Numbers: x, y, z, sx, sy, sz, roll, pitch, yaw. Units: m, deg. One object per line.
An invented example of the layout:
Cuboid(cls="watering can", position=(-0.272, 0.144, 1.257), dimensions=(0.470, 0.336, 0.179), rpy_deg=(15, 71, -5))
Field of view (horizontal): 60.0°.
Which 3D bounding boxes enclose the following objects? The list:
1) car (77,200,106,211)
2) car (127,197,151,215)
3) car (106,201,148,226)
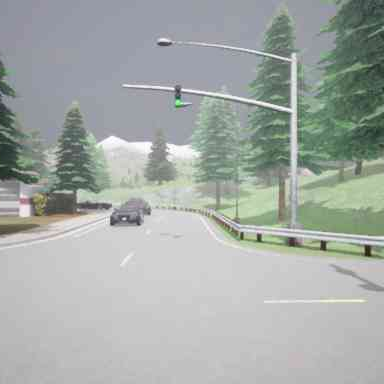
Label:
Cuboid(cls="car", position=(-12.238, 1.583, 40.776), dimensions=(4.718, 1.301, 1.895), rpy_deg=(0, 0, 13))
Cuboid(cls="car", position=(-5.513, 1.334, 33.168), dimensions=(2.097, 1.767, 4.553), rpy_deg=(0, 0, -20))
Cuboid(cls="car", position=(-4.486, 1.550, 23.396), dimensions=(1.994, 1.385, 4.181), rpy_deg=(0, 0, -3))
